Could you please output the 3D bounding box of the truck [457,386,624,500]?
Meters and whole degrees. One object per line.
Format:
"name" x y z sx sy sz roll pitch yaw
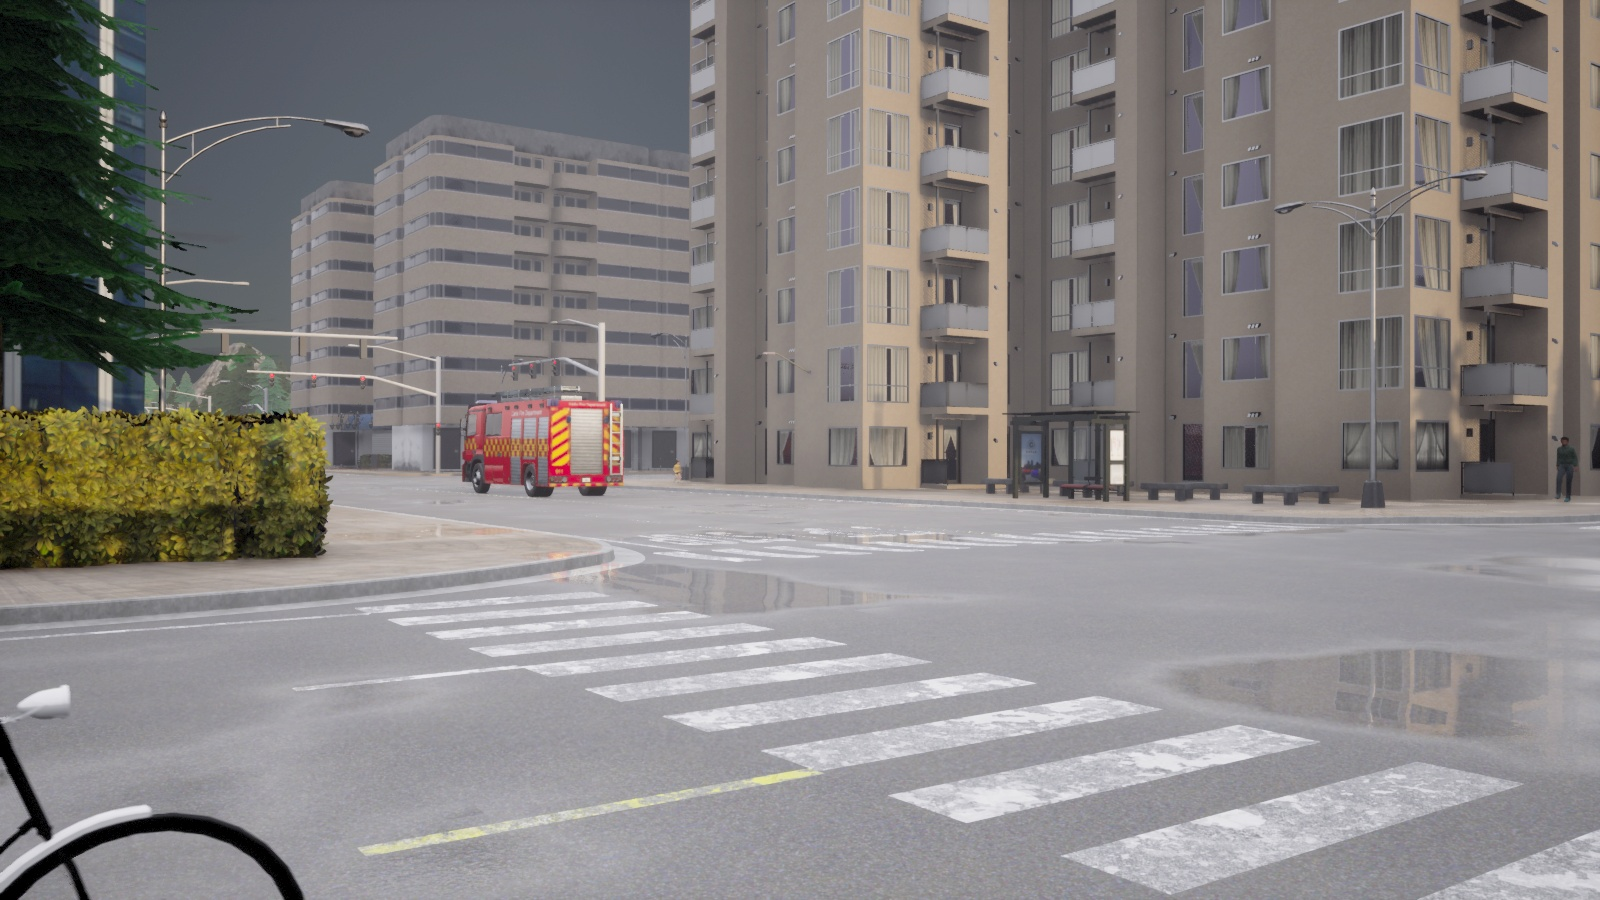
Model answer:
"truck" -9.774 -0.230 46.430 2.891 3.827 8.468 0 0 -35

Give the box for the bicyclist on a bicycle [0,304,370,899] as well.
"bicyclist on a bicycle" -1.850 0.625 2.385 1.843 1.776 0.659 0 0 -35

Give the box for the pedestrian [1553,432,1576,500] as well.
"pedestrian" 21.164 0.439 34.780 0.614 1.847 0.353 0 0 -39
